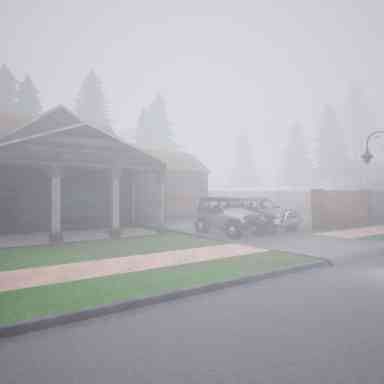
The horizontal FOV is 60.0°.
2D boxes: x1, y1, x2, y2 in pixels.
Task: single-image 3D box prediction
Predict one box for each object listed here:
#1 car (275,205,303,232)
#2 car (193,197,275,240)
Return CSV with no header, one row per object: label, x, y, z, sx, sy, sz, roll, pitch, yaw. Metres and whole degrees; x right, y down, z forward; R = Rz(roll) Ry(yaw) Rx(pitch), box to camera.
car,3.549,1.174,17.931,1.932,1.855,4.605,0,0,-36
car,1.740,1.176,16.142,1.905,1.878,3.866,0,0,-36
